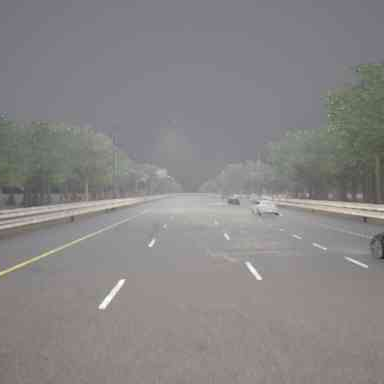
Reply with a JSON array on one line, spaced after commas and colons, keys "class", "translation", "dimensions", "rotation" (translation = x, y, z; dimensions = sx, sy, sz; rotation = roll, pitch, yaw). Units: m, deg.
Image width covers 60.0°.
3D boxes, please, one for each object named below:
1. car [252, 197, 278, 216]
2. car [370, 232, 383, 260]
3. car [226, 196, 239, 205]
[{"class": "car", "translation": [7.000, 1.523, 32.191], "dimensions": [1.812, 1.442, 4.674], "rotation": [0, 0, 0]}, {"class": "car", "translation": [6.999, 1.531, 9.417], "dimensions": [1.812, 1.442, 4.674], "rotation": [0, 0, 0]}, {"class": "car", "translation": [7.011, 1.474, 57.630], "dimensions": [1.882, 1.535, 5.008], "rotation": [0, 0, 0]}]
